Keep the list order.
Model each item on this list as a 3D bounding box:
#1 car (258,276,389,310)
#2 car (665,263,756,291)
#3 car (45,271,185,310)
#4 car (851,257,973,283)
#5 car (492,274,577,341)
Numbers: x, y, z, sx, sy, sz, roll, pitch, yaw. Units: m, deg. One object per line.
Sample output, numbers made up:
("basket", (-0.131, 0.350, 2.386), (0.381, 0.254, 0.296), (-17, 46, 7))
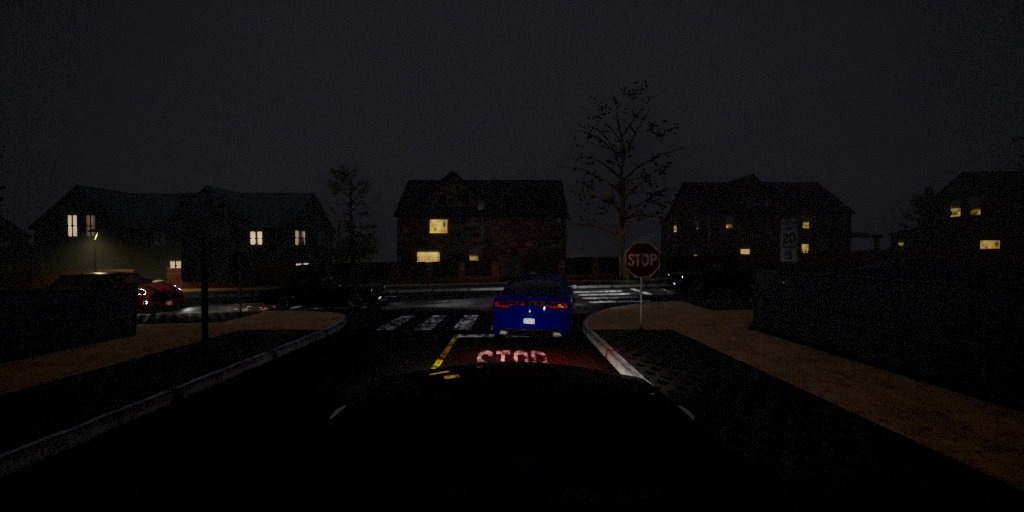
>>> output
("car", (-7.821, 1.506, 15.231), (4.718, 1.301, 1.895), (-1, 1, 0))
("car", (10.399, 1.034, 18.171), (4.718, 1.301, 1.895), (-1, 1, -1))
("car", (-16.808, 1.471, 15.217), (4.553, 1.767, 2.097), (-1, 1, 0))
("car", (20.045, 0.753, 18.213), (5.357, 1.411, 2.033), (-1, 1, 0))
("car", (0.780, 1.226, 10.029), (1.882, 1.535, 5.008), (0, 0, 10))
